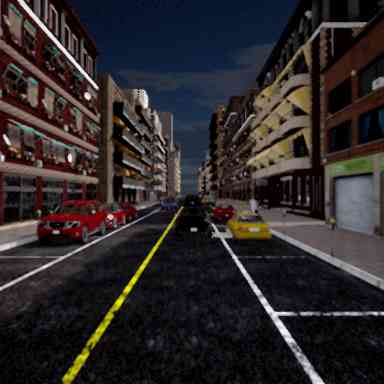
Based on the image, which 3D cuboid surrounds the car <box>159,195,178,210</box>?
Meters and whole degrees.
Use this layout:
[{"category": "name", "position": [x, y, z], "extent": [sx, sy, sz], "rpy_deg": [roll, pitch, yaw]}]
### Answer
[{"category": "car", "position": [-3.025, 1.537, 45.970], "extent": [2.097, 1.767, 4.553], "rpy_deg": [0, 0, 0]}]

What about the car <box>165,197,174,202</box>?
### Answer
[{"category": "car", "position": [-5.734, 1.878, 84.084], "extent": [1.887, 1.381, 4.507], "rpy_deg": [0, 0, 0]}]

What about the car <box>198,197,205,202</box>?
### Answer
[{"category": "car", "position": [2.644, 1.937, 89.720], "extent": [1.802, 1.307, 4.206], "rpy_deg": [0, 0, 0]}]

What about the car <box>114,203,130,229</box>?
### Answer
[{"category": "car", "position": [-5.701, 1.530, 22.085], "extent": [1.967, 1.590, 4.097], "rpy_deg": [0, 0, 0]}]

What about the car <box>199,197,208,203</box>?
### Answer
[{"category": "car", "position": [2.650, 1.878, 78.447], "extent": [1.947, 1.339, 4.313], "rpy_deg": [0, 0, 0]}]

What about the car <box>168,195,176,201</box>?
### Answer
[{"category": "car", "position": [-5.739, 1.692, 95.357], "extent": [2.192, 1.841, 5.009], "rpy_deg": [0, 0, 0]}]

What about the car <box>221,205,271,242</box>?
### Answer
[{"category": "car", "position": [2.682, 1.594, 16.620], "extent": [1.752, 1.417, 4.829], "rpy_deg": [0, 0, 0]}]

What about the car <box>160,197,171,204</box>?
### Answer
[{"category": "car", "position": [-5.728, 1.840, 72.811], "extent": [2.008, 1.369, 4.403], "rpy_deg": [0, 0, 0]}]

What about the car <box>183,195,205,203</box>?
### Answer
[{"category": "car", "position": [0.067, 1.386, 40.132], "extent": [2.150, 2.045, 5.566], "rpy_deg": [0, 0, 0]}]

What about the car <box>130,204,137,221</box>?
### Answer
[{"category": "car", "position": [-5.704, 1.657, 27.722], "extent": [1.887, 1.381, 4.507], "rpy_deg": [0, 0, 0]}]

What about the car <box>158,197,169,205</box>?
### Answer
[{"category": "car", "position": [-5.725, 1.819, 67.174], "extent": [2.008, 1.369, 4.403], "rpy_deg": [0, 0, 0]}]

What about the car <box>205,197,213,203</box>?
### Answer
[{"category": "car", "position": [2.665, 1.753, 50.266], "extent": [2.008, 1.369, 4.403], "rpy_deg": [0, 0, 0]}]

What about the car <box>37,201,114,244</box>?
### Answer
[{"category": "car", "position": [-5.697, 1.382, 16.450], "extent": [2.192, 1.841, 5.009], "rpy_deg": [0, 0, 0]}]

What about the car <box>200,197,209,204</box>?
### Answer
[{"category": "car", "position": [2.654, 1.816, 72.981], "extent": [1.752, 1.417, 4.829], "rpy_deg": [0, 0, 0]}]

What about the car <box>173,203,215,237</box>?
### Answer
[{"category": "car", "position": [0.091, 1.581, 18.498], "extent": [1.837, 1.490, 4.892], "rpy_deg": [0, 0, 0]}]

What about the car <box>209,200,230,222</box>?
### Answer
[{"category": "car", "position": [2.676, 1.658, 27.722], "extent": [1.887, 1.381, 4.507], "rpy_deg": [0, 0, 0]}]
